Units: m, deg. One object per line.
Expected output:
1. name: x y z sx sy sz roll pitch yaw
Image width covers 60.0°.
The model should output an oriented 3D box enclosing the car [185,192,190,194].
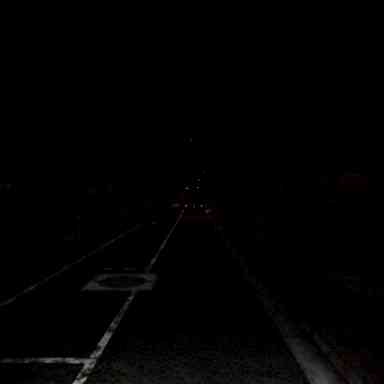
1. car: -2.093 1.308 73.686 2.008 1.369 4.403 1 1 0

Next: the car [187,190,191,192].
1. car: -1.967 1.021 90.291 1.887 1.381 4.507 1 1 0

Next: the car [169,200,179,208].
1. car: -2.426 1.686 29.390 1.947 1.339 4.313 0 0 0

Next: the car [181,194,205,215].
1. car: 0.322 1.457 35.674 2.097 1.767 4.553 0 0 3

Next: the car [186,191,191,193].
1. car: -2.009 1.125 84.757 1.887 1.381 4.507 1 1 0

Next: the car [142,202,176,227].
1. car: -2.469 1.682 23.849 1.947 1.339 4.313 0 0 0

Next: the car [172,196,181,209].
1. car: -2.300 1.617 46.009 1.802 1.307 4.206 0 0 0

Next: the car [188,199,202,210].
1. car: 0.412 1.637 45.959 1.895 1.301 4.718 0 0 1

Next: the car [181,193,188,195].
1. car: -2.217 1.383 57.073 1.967 1.590 4.097 0 0 0
